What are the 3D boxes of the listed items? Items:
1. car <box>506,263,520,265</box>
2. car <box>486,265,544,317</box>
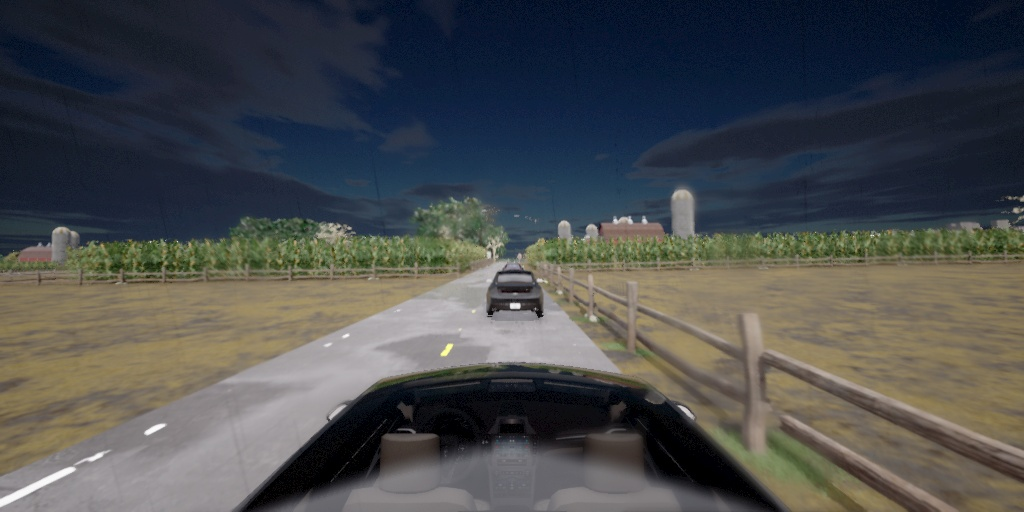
[{"bbox_3d":[0.092,1.274,30.536,1.994,1.385,4.181,0,0,0],"label":"car"},{"bbox_3d":[0.096,1.243,13.156,1.837,1.490,4.892,0,0,0],"label":"car"}]
